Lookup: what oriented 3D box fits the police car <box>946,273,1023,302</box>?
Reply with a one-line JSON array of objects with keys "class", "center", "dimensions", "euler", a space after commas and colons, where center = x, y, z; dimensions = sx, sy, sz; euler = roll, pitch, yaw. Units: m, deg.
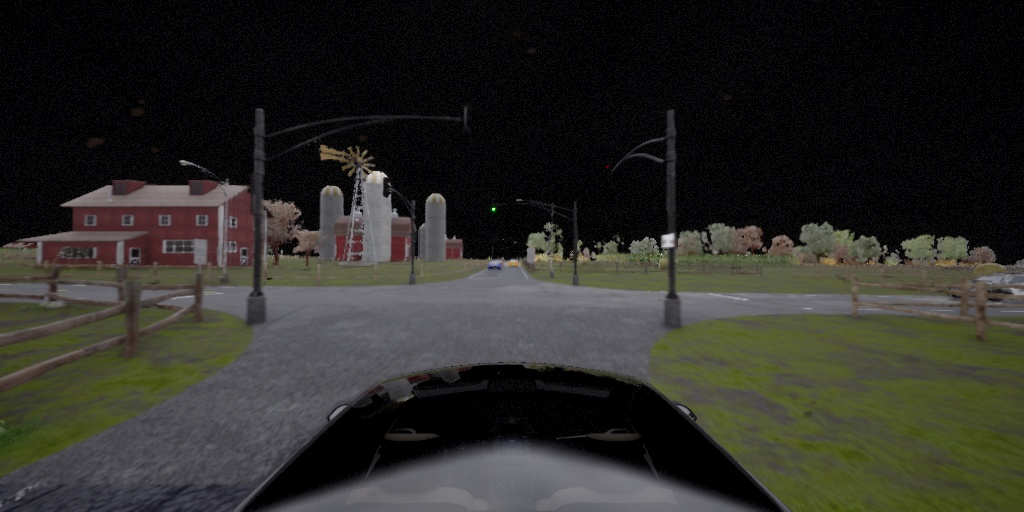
[{"class": "police car", "center": [27.155, 1.723, 19.868], "dimensions": [4.974, 1.542, 2.038], "euler": [1, -1, 0]}]

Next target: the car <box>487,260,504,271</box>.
[{"class": "car", "center": [-2.603, 1.376, 53.579], "dimensions": [1.882, 1.535, 5.008], "euler": [0, 0, 1]}]
